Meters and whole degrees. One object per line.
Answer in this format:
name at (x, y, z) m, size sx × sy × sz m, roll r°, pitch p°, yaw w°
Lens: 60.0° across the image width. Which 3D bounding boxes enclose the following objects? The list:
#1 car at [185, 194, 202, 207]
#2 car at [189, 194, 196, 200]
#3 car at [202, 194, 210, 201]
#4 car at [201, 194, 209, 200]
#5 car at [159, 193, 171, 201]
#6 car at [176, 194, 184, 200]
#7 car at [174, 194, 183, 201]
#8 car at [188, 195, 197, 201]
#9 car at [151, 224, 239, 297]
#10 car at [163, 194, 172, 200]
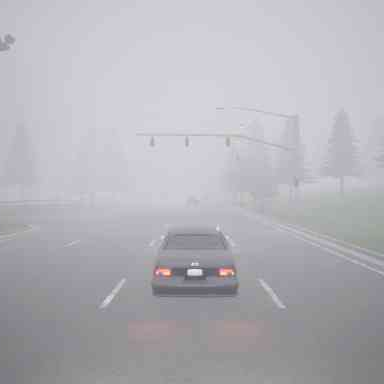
car at (0.053, 1.352, 52.765) m, size 2.097 × 1.767 × 4.553 m, roll 0°, pitch 0°, yaw 0°
car at (0.098, 1.310, 93.828) m, size 1.882 × 1.535 × 5.008 m, roll 0°, pitch 0°, yaw 0°
car at (3.587, 1.492, 83.405) m, size 1.837 × 1.490 × 4.892 m, roll 0°, pitch 0°, yaw 0°
car at (3.598, 1.310, 93.825) m, size 1.882 × 1.535 × 5.008 m, roll 0°, pitch 0°, yaw 0°
car at (-6.913, 1.217, 83.446) m, size 2.150 × 2.045 × 5.566 m, roll 0°, pitch 0°, yaw 0°
car at (-3.402, 1.358, 93.832) m, size 2.128 × 1.511 × 4.902 m, roll 0°, pitch 0°, yaw 0°
car at (-3.413, 1.517, 83.829) m, size 1.812 × 1.442 × 4.674 m, roll 0°, pitch 0°, yaw 0°
car at (0.087, 1.531, 83.408) m, size 2.033 × 1.411 × 5.357 m, roll 0°, pitch 0°, yaw 0°
car at (0.075, 1.547, 8.726) m, size 2.033 × 1.411 × 5.357 m, roll 0°, pitch 0°, yaw 0°
car at (-6.902, 1.385, 93.836) m, size 1.994 × 1.385 × 4.181 m, roll 0°, pitch 0°, yaw 0°
